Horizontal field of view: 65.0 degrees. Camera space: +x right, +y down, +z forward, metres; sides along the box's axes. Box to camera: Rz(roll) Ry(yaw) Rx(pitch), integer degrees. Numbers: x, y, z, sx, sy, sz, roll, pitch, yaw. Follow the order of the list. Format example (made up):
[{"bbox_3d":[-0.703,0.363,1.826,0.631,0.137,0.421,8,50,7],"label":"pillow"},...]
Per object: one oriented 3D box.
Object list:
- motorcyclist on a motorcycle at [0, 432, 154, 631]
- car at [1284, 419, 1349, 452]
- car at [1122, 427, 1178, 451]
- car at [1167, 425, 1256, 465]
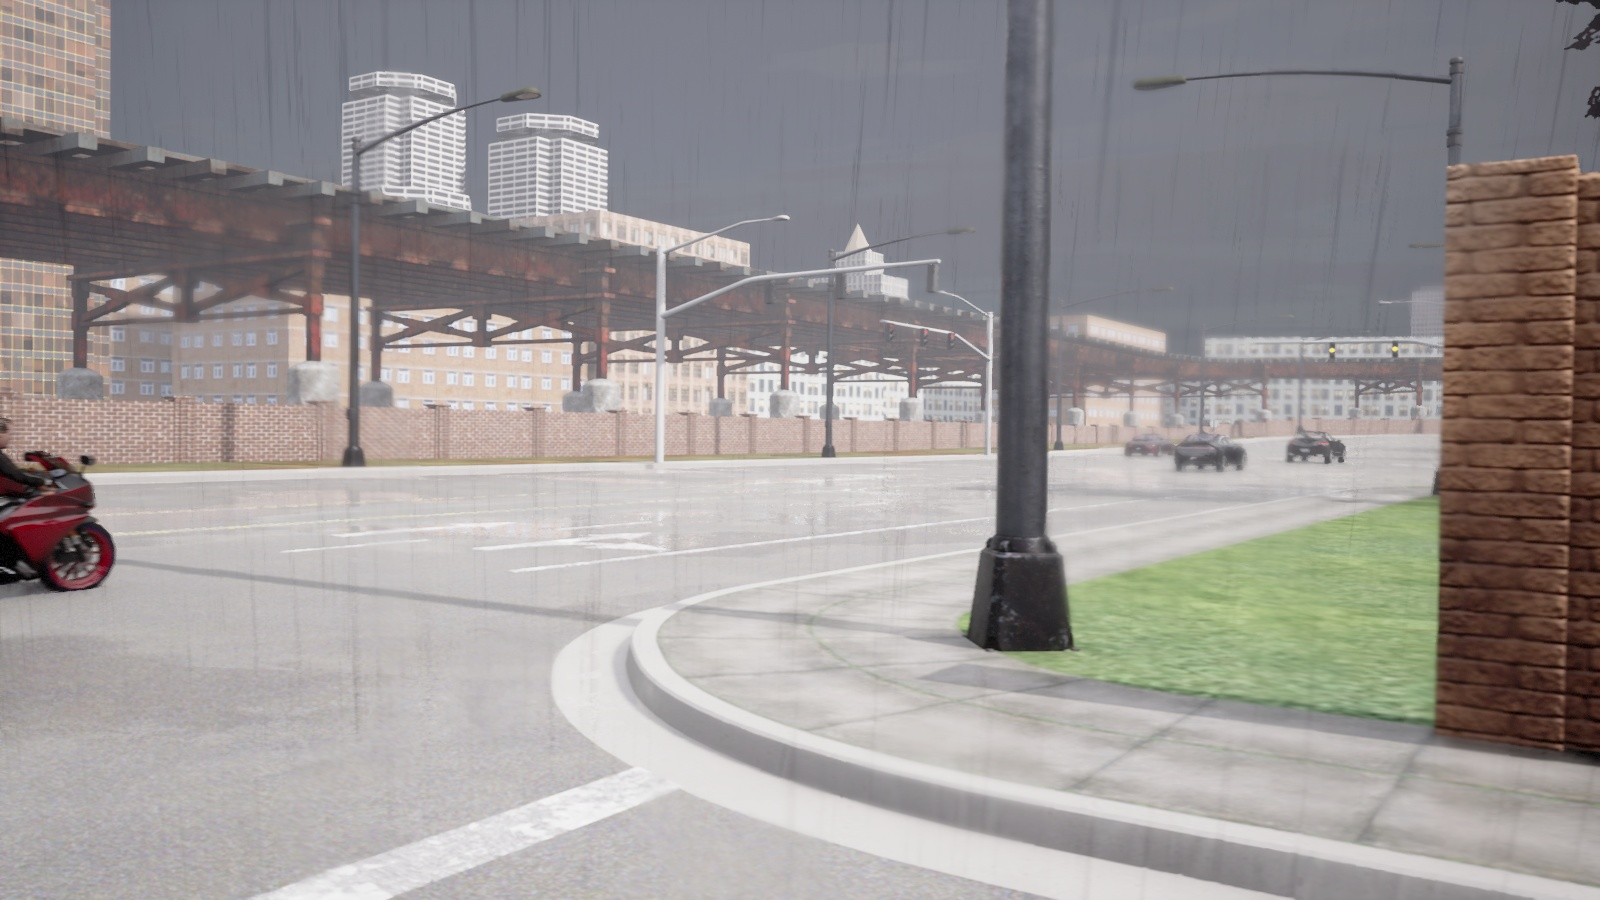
[{"bbox_3d":[-6.501,0.632,10.180,0.866,1.530,2.191,1,2,24],"label":"motorcyclist on a motorcycle"},{"bbox_3d":[27.231,-0.793,66.093,2.152,1.651,5.027,0,2,34],"label":"car"},{"bbox_3d":[21.137,-0.681,75.812,1.994,1.385,4.181,0,2,35],"label":"car"},{"bbox_3d":[16.537,-0.232,50.320,2.128,1.511,4.902,0,1,34],"label":"car"}]
